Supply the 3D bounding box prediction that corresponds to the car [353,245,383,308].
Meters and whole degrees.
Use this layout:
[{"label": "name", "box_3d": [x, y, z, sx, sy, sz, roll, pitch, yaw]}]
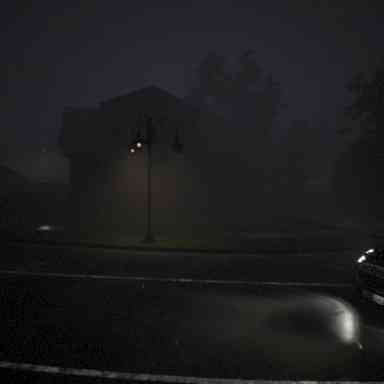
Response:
[{"label": "car", "box_3d": [5.458, 1.297, 6.258, 4.553, 1.767, 2.097, 0, 1, -12]}]
